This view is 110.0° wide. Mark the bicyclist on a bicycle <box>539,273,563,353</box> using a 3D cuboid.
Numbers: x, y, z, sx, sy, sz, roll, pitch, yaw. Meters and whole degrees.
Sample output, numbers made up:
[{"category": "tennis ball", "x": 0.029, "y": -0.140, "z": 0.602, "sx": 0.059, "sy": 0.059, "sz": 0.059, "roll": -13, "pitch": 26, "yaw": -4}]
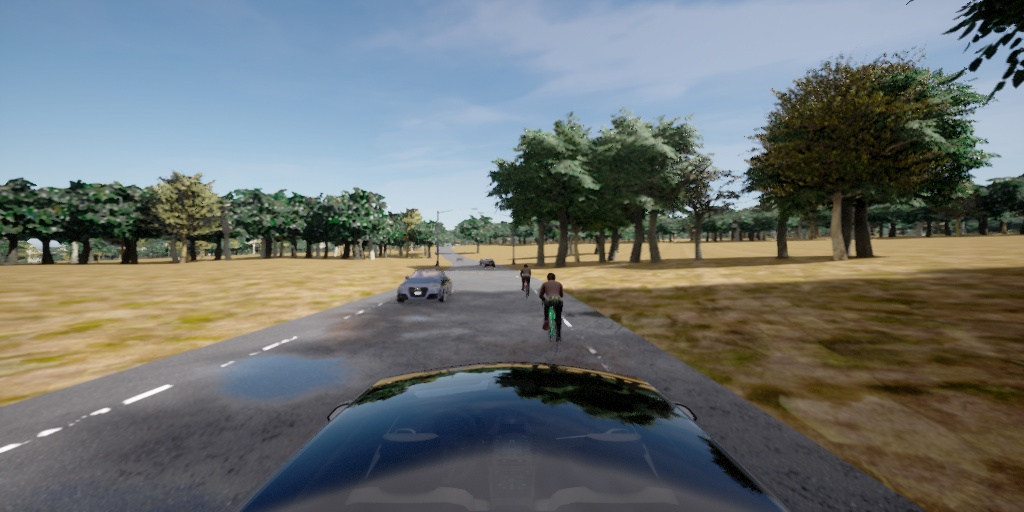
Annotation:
[{"category": "bicyclist on a bicycle", "x": 0.885, "y": 1.203, "z": 7.913, "sx": 0.582, "sy": 1.620, "sz": 1.656, "roll": 0, "pitch": 0, "yaw": -1}]

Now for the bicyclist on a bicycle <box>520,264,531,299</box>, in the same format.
[{"category": "bicyclist on a bicycle", "x": 0.663, "y": 1.211, "z": 16.975, "sx": 0.582, "sy": 1.620, "sz": 1.656, "roll": 0, "pitch": 0, "yaw": -2}]

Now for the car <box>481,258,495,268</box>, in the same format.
[{"category": "car", "x": -4.022, "y": 1.269, "z": 63.833, "sx": 1.837, "sy": 1.490, "sz": 4.892, "roll": 0, "pitch": 0, "yaw": -7}]

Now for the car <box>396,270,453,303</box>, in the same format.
[{"category": "car", "x": -3.898, "y": 1.325, "z": 16.605, "sx": 1.994, "sy": 1.385, "sz": 4.181, "roll": 0, "pitch": 0, "yaw": -2}]
